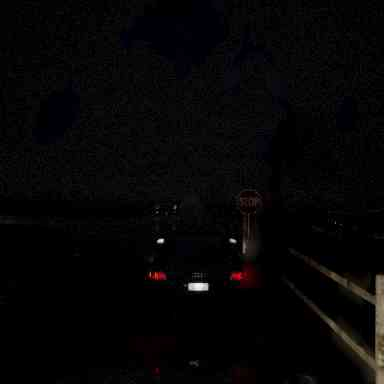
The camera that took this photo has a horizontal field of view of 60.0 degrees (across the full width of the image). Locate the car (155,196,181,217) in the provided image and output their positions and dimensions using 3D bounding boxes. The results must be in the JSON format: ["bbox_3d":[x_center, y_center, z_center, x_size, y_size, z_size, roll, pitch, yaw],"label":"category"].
[{"bbox_3d":[-2.479,1.374,32.149,2.097,1.767,4.553,0,0,-4],"label":"car"}]

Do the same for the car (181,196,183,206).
[{"bbox_3d":[-2.743,1.525,44.479,2.128,1.511,4.902,0,0,0],"label":"car"}]

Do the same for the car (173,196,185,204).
[{"bbox_3d":[-2.616,1.562,68.596,2.128,1.511,4.902,0,0,1],"label":"car"}]

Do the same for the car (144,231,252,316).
[{"bbox_3d":[0.111,1.567,7.613,1.994,1.385,4.181,0,0,0],"label":"car"}]

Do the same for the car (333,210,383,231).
[{"bbox_3d":[12.641,2.058,23.786,4.892,1.490,1.837,2,0,-2],"label":"car"}]
